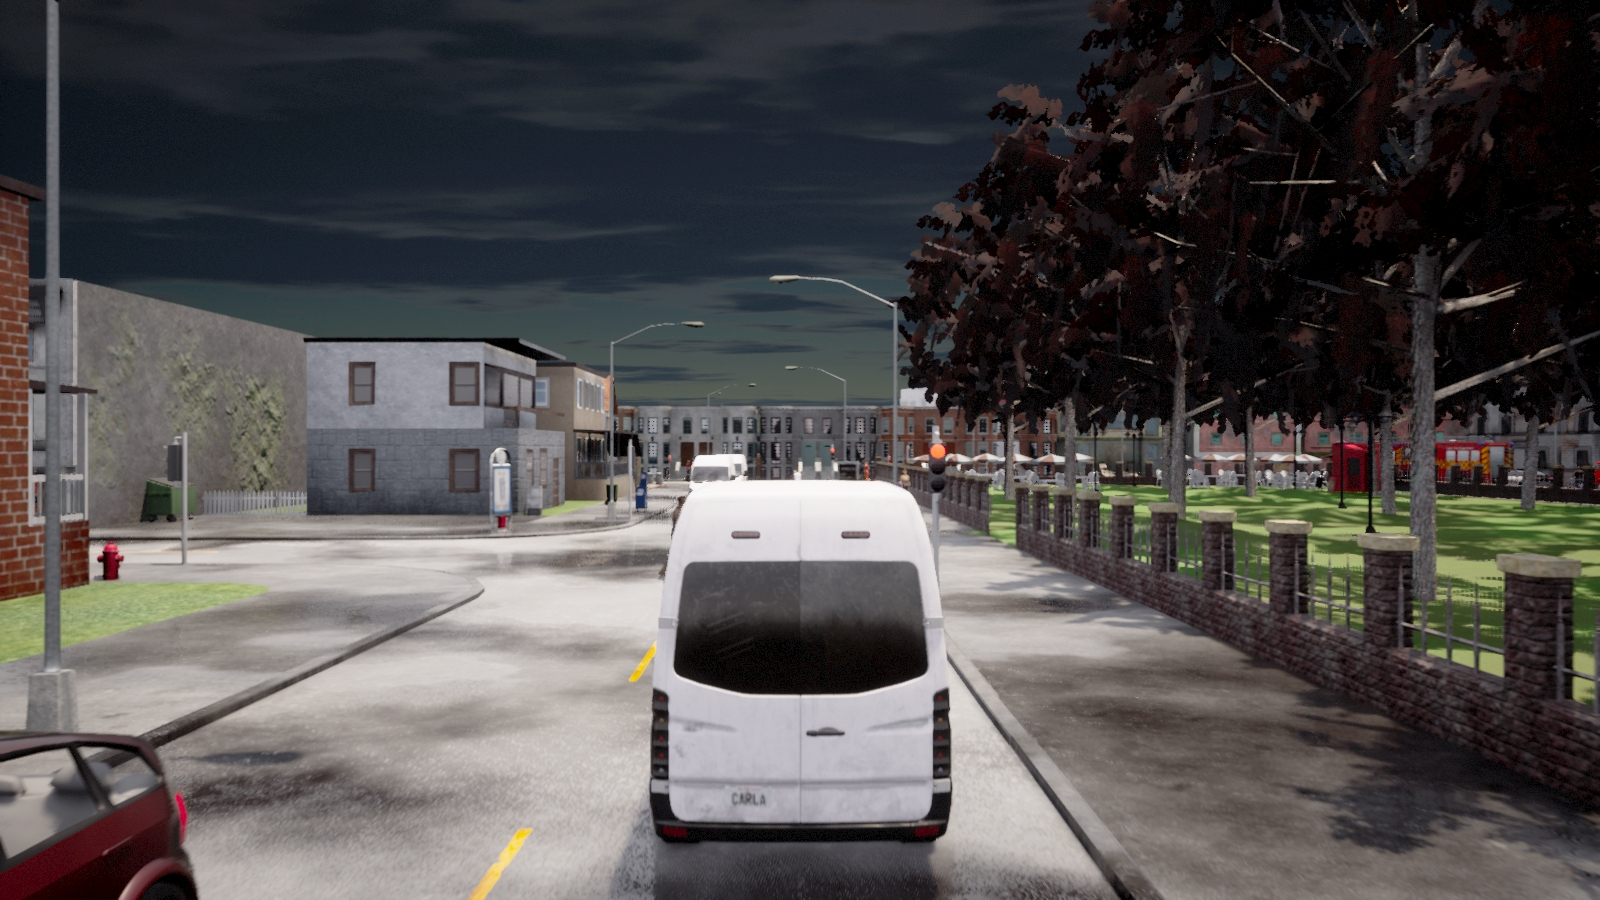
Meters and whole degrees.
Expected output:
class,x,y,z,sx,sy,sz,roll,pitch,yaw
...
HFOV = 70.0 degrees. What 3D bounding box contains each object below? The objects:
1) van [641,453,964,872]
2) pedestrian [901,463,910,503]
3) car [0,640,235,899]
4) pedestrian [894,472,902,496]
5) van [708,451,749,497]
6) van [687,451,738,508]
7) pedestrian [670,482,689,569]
class,x,y,z,sx,sy,sz,roll,pitch,yaw
van,-0.005,1.315,9.996,1.988,2.561,5.915,0,0,0
pedestrian,4.885,1.526,53.070,0.375,1.860,0.375,0,0,-3
car,-3.979,1.806,4.375,1.789,1.549,3.705,0,0,0
pedestrian,5.221,1.806,60.753,0.375,1.300,0.375,0,0,-1
van,-4.119,1.316,66.585,1.988,2.561,5.915,0,0,0
van,-4.118,1.316,54.510,1.988,2.561,5.915,0,0,0
pedestrian,-2.611,1.629,24.827,0.375,1.860,0.375,0,0,0
